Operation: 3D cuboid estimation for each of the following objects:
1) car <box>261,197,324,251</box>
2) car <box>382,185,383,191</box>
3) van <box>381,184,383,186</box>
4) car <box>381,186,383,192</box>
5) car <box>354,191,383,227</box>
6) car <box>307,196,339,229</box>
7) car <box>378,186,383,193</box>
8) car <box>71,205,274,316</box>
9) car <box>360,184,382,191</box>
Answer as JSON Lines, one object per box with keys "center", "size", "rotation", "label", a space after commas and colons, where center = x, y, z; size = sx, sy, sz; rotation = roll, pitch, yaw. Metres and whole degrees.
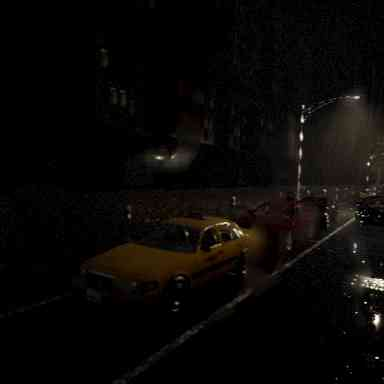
{"center": [3.060, 1.017, 11.698], "size": [1.887, 1.381, 4.507], "rotation": [4, 4, 33], "label": "car"}
{"center": [24.515, 0.122, 45.139], "size": [2.008, 1.369, 4.403], "rotation": [4, 4, 33], "label": "car"}
{"center": [27.589, -0.216, 49.906], "size": [1.690, 1.788, 3.998], "rotation": [4, 4, 33], "label": "van"}
{"center": [45.970, -0.772, 78.581], "size": [2.008, 1.369, 4.403], "rotation": [4, 4, 33], "label": "car"}
{"center": [9.531, 0.941, 16.841], "size": [1.882, 1.535, 5.008], "rotation": [4, 4, 33], "label": "car"}
{"center": [6.125, 0.908, 16.477], "size": [1.947, 1.339, 4.313], "rotation": [4, 4, 33], "label": "car"}
{"center": [39.840, -0.503, 69.027], "size": [1.947, 1.339, 4.313], "rotation": [4, 4, 33], "label": "car"}
{"center": [-0.095, 1.131, 6.777], "size": [1.752, 1.417, 4.829], "rotation": [4, 4, 33], "label": "car"}
{"center": [21.455, 0.140, 40.356], "size": [1.967, 1.590, 4.097], "rotation": [4, 4, 33], "label": "car"}
